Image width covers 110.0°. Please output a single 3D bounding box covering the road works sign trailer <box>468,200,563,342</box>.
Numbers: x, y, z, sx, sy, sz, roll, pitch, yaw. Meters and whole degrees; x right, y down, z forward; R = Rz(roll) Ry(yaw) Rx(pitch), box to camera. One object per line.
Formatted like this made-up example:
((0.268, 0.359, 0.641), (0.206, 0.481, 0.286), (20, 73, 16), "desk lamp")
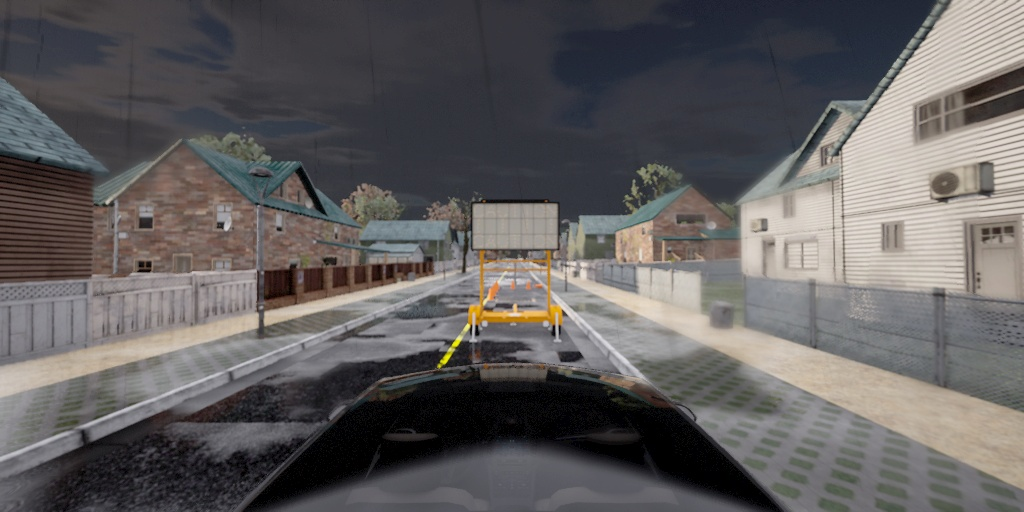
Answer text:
((0.093, 0.258, 9.907), (2.380, 3.560, 2.880), (0, 0, 1), "road works sign trailer")
